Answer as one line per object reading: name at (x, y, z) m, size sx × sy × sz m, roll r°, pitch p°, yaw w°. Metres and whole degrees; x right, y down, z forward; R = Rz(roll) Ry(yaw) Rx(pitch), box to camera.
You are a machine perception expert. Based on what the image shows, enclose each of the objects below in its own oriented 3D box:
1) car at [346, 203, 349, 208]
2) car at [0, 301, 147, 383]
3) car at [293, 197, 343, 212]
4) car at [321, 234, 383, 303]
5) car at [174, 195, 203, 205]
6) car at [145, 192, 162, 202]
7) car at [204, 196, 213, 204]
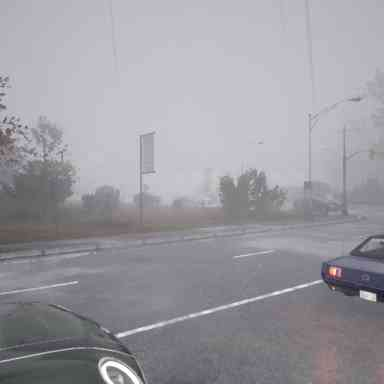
car at (14.792, 1.302, 37.670) m, size 2.033 × 1.411 × 5.357 m, roll -1°, pitch 0°, yaw -39°
car at (-2.483, 1.352, 1.952) m, size 4.553 × 1.767 × 2.097 m, roll 0°, pitch 0°, yaw -36°
car at (12.777, 1.292, 34.257) m, size 1.837 × 1.490 × 4.892 m, roll 0°, pitch 0°, yaw -34°
car at (4.989, 1.573, 7.289) m, size 4.718 × 1.301 × 1.895 m, roll 0°, pitch 0°, yaw -35°
car at (-0.959, 1.287, 51.740) m, size 2.128 × 1.511 × 4.902 m, roll -1°, pitch 0°, yaw -38°
car at (-7.564, 1.021, 60.079) m, size 2.150 × 2.045 × 5.566 m, roll -1°, pitch 0°, yaw -38°
car at (1.491, 1.290, 54.279) m, size 1.812 × 1.442 × 4.674 m, roll -1°, pitch 0°, yaw -38°
